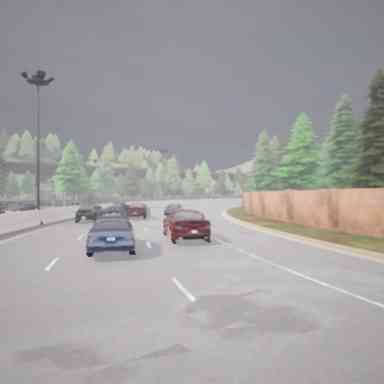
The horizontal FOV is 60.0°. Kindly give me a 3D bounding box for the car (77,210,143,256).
[{"bbox_3d":[-3.327,1.708,13.983,2.033,1.411,5.357,0,-1,-12],"label":"car"}]

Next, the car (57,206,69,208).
[{"bbox_3d":[-15.595,2.020,41.800,1.837,1.490,4.892,-1,-1,6],"label":"car"}]

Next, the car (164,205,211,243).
[{"bbox_3d":[-0.366,1.653,17.243,1.882,1.535,5.008,0,-1,-11],"label":"car"}]

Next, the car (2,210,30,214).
[{"bbox_3d":[-19.369,1.986,37.356,2.128,1.511,4.902,0,-1,3],"label":"car"}]

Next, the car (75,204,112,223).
[{"bbox_3d":[-8.778,1.853,29.244,1.837,1.490,4.892,0,0,-1],"label":"car"}]

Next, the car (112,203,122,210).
[{"bbox_3d":[-8.667,2.001,39.995,2.033,1.411,5.357,0,-1,6],"label":"car"}]

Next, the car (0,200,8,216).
[{"bbox_3d":[-22.860,1.865,37.044,2.097,1.767,4.553,0,-1,3],"label":"car"}]

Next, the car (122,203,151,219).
[{"bbox_3d":[-5.296,1.843,33.304,1.882,1.535,5.008,0,-1,-1],"label":"car"}]
